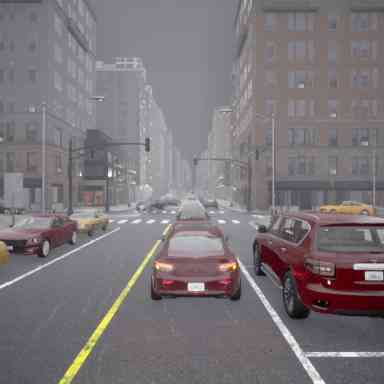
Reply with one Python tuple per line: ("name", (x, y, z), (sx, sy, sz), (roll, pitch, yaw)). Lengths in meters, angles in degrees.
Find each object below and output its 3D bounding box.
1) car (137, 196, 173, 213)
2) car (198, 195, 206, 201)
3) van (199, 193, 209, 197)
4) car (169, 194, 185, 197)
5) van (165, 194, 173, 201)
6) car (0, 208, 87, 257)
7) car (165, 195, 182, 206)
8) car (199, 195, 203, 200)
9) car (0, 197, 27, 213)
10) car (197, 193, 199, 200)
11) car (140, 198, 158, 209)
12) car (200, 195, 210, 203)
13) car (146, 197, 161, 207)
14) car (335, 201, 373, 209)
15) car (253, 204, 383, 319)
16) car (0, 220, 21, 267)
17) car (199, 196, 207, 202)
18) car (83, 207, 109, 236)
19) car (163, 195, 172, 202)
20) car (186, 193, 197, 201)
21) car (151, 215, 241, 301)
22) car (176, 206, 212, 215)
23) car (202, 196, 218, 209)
("car", (-4.429, 1.499, 37.524), (2.128, 1.511, 4.902), (0, 0, 21))
("car", (2.659, 1.599, 90.934), (1.947, 1.339, 4.313), (1, 0, 0))
("van", (2.667, 1.358, 62.568), (1.690, 1.788, 3.998), (1, 0, 0))
("car", (-3.050, 1.566, 64.995), (2.033, 1.411, 5.357), (0, 0, 1))
("van", (-5.863, 1.371, 85.265), (1.690, 1.788, 3.998), (1, 0, 0))
("car", (-5.851, 1.547, 12.911), (1.887, 1.381, 4.507), (1, 0, 0))
("car", (-3.103, 1.561, 52.569), (2.033, 1.411, 5.357), (0, 0, 0))
("car", (2.665, 1.596, 56.894), (1.802, 1.307, 4.206), (1, 0, 0))
("car", (-17.266, 1.198, 29.723), (4.553, 1.767, 2.097), (1, -1, 0))
("car", (2.666, 1.335, 68.241), (2.192, 1.841, 5.009), (1, 0, 0))
("car", (-5.858, 1.555, 45.555), (1.887, 1.381, 4.507), (1, 0, 0))
("car", (2.666, 1.594, 51.221), (1.802, 1.307, 4.206), (1, 0, 0))
("car", (-5.859, 1.557, 51.228), (1.887, 1.381, 4.507), (1, 0, 0))
("car", (15.118, 1.642, 32.745), (5.008, 1.535, 1.882), (0, -1, 1))
("car", (2.678, 1.317, 7.279), (2.192, 1.841, 5.009), (1, 0, 0))
("car", (-5.850, 1.527, 7.116), (1.752, 1.417, 4.829), (1, 0, 0))
("car", (2.661, 1.608, 79.588), (1.802, 1.307, 4.206), (1, 0, 0))
("car", (-5.852, 1.529, 18.365), (1.752, 1.417, 4.829), (1, 0, 0))
("car", (-5.863, 1.466, 79.592), (1.967, 1.590, 4.097), (1, 0, 0))
("car", (-0.015, 1.570, 85.281), (2.033, 1.411, 5.357), (0, 0, 0))
("car", (0.084, 1.527, 8.235), (1.812, 1.442, 4.674), (0, 0, 0))
("car", (0.060, 1.605, 17.413), (1.895, 1.301, 4.718), (0, 0, 0))
("car", (2.668, 1.593, 45.548), (1.802, 1.307, 4.206), (1, 0, 0))
